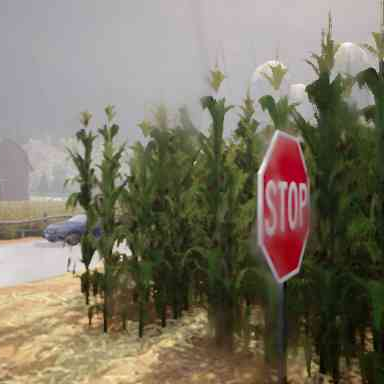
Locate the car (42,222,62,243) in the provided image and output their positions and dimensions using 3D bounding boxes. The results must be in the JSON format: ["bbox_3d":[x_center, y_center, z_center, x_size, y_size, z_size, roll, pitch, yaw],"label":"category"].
[{"bbox_3d":[-5.140,1.726,16.842,1.812,1.442,4.674,0,-1,37],"label":"car"}]
